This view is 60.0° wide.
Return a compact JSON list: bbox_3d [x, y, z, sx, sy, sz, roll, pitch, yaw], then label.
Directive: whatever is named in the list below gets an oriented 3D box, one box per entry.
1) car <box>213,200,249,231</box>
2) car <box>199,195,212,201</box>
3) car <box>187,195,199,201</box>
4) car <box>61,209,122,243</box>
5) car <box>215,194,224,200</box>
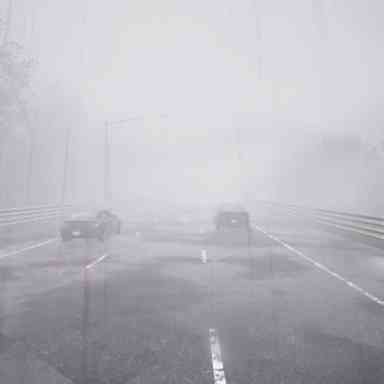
[{"bbox_3d":[2.405,1.485,20.894,1.882,1.535,5.008,0,0,2],"label":"car"},{"bbox_3d":[3.467,1.676,85.835,1.895,1.301,4.718,0,0,7],"label":"car"},{"bbox_3d":[-0.063,1.621,85.755,2.033,1.411,5.357,0,0,7],"label":"car"},{"bbox_3d":[-4.718,1.532,16.023,1.812,1.442,4.674,0,0,1],"label":"car"},{"bbox_3d":[7.028,1.437,86.204,2.097,1.767,4.553,0,0,7],"label":"car"}]
